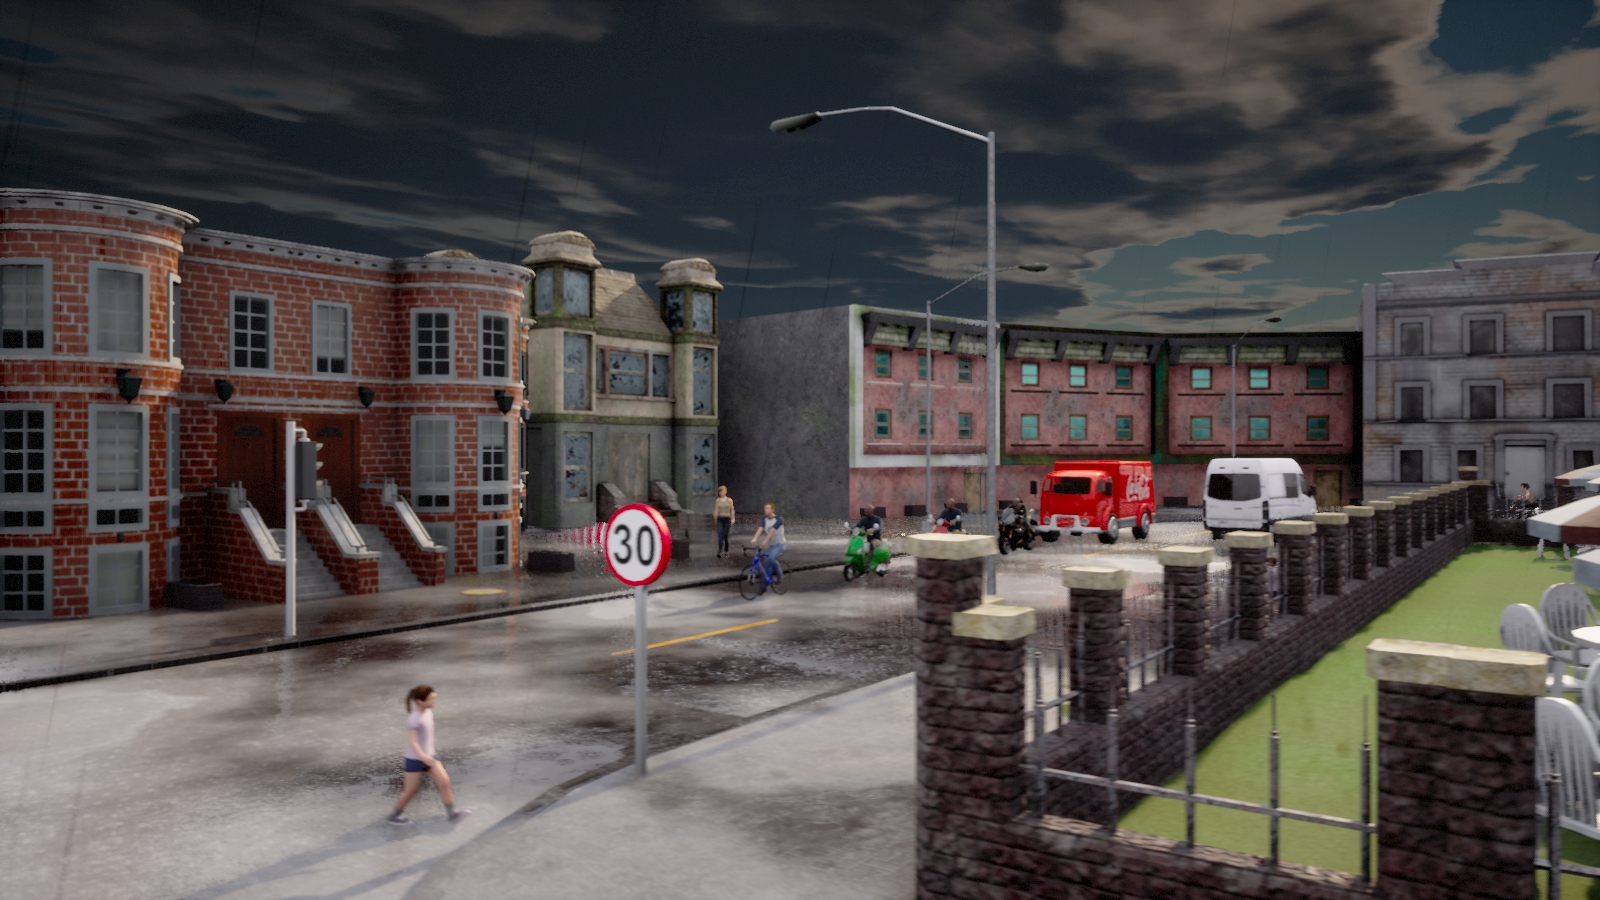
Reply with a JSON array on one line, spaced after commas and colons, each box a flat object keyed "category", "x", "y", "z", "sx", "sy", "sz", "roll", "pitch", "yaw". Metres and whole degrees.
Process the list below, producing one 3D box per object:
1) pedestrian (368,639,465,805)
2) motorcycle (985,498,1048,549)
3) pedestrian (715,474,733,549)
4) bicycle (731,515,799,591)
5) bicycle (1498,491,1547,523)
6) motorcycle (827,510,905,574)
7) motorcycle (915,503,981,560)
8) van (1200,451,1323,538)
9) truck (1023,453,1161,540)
[{"category": "pedestrian", "x": -2.857, "y": 2.008, "z": 8.534, "sx": 0.500, "sy": 1.100, "sz": 0.500, "roll": 0, "pitch": 0, "yaw": 12}, {"category": "motorcycle", "x": 5.922, "y": 1.985, "z": 31.210, "sx": 0.867, "sy": 1.251, "sz": 2.209, "roll": 0, "pitch": 0, "yaw": 35}, {"category": "pedestrian", "x": -1.905, "y": 1.525, "z": 28.678, "sx": 0.375, "sy": 1.860, "sz": 0.375, "roll": 0, "pitch": 0, "yaw": 9}, {"category": "bicycle", "x": -0.646, "y": 1.936, "z": 21.732, "sx": 0.373, "sy": 1.296, "sz": 1.643, "roll": 0, "pitch": 0, "yaw": 35}, {"category": "bicycle", "x": 26.092, "y": 2.037, "z": 41.274, "sx": 1.487, "sy": 1.080, "sz": 0.859, "roll": 0, "pitch": 1, "yaw": 32}, {"category": "motorcycle", "x": 1.446, "y": 1.962, "z": 24.720, "sx": 0.856, "sy": 1.236, "sz": 1.805, "roll": 0, "pitch": 0, "yaw": 35}, {"category": "motorcycle", "x": 3.621, "y": 1.962, "z": 27.816, "sx": 0.856, "sy": 1.236, "sz": 1.805, "roll": 0, "pitch": 0, "yaw": 35}, {"category": "van", "x": 14.796, "y": 1.315, "z": 36.412, "sx": 1.988, "sy": 2.561, "sz": 5.915, "roll": -1, "pitch": 0, "yaw": 39}, {"category": "truck", "x": 9.204, "y": 1.348, "z": 35.663, "sx": 2.627, "sy": 2.467, "sz": 5.204, "roll": 0, "pitch": 0, "yaw": 33}]
